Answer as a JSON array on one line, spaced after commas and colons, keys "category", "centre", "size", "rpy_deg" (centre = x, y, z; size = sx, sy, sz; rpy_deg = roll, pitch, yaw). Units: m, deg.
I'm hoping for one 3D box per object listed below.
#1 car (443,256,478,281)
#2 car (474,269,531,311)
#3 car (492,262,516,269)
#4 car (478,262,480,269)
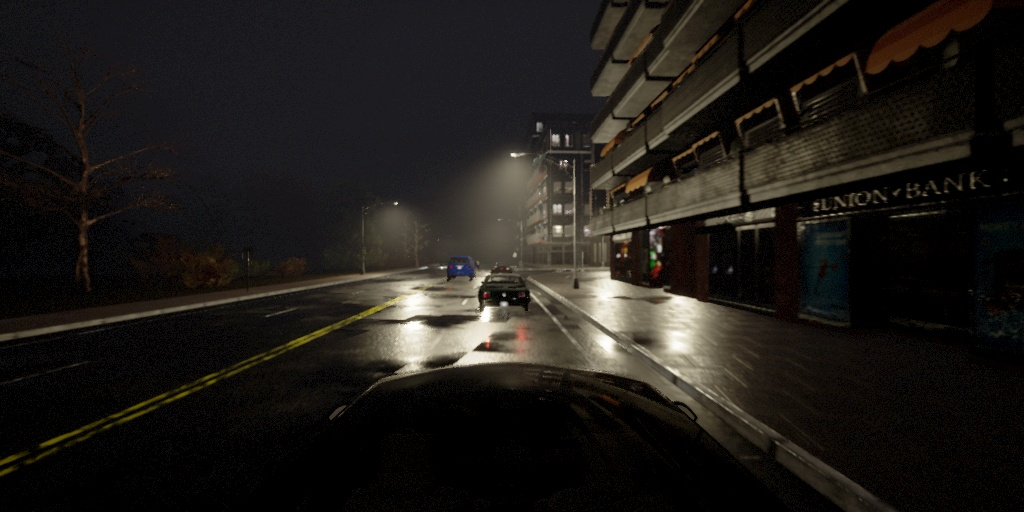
[{"category": "car", "centre": [-4.349, 1.055, 31.273], "size": [2.150, 2.045, 5.566], "rpy_deg": [0, 0, -3]}, {"category": "car", "centre": [-0.344, 1.375, 14.591], "size": [1.895, 1.301, 4.718], "rpy_deg": [0, 0, -2]}, {"category": "car", "centre": [-0.733, 1.305, 32.824], "size": [2.128, 1.511, 4.902], "rpy_deg": [-1, 0, 5]}, {"category": "car", "centre": [-6.331, 1.522, 60.351], "size": [1.895, 1.301, 4.718], "rpy_deg": [0, 0, -5]}]
